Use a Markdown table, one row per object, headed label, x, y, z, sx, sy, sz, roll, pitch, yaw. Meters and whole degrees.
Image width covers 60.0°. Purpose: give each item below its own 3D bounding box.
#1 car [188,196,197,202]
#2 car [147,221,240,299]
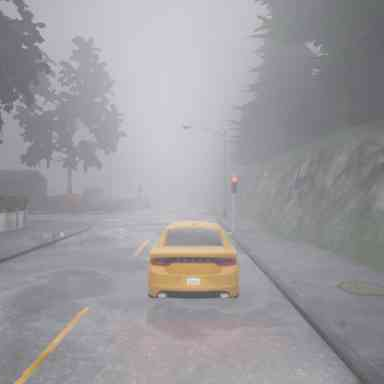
| label | x | y | z | sx | sy | sz | roll | pitch | yaw |
| --- | --- | --- | --- | --- | --- | --- | --- | --- | --- |
| car | 0.012 | 1.504 | 71.061 | 1.895 | 1.301 | 4.718 | 0 | 0 | 0 |
| car | 0.049 | 1.477 | 8.528 | 1.882 | 1.535 | 5.008 | 0 | 0 | 1 |
